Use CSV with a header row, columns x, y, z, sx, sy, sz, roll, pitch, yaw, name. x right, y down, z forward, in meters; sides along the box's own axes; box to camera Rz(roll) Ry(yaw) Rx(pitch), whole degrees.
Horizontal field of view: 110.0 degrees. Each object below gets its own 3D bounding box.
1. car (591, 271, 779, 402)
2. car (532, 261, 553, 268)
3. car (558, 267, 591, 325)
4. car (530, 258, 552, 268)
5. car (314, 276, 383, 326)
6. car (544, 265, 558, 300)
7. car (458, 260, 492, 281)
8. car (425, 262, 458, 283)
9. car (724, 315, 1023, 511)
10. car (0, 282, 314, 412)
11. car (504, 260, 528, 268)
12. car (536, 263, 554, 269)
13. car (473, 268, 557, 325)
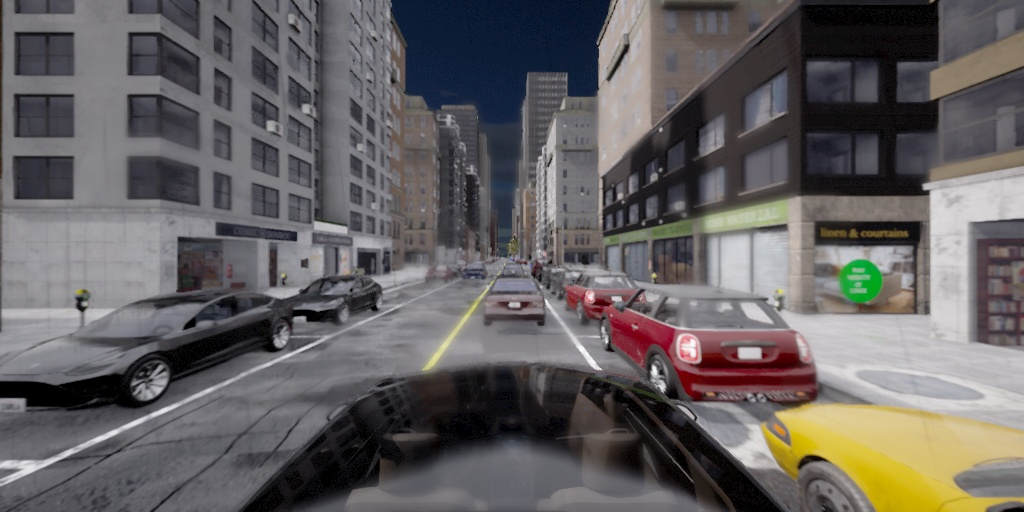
x,y,z,sx,sy,sz,roll,pitch,yaw,name
2.858,1.194,6.249,1.967,1.591,4.097,0,0,0,car
2.863,1.341,28.343,1.948,1.339,4.313,0,0,0,car
2.859,1.199,11.772,1.967,1.591,4.097,0,0,0,car
2.864,1.095,33.867,2.192,1.841,5.009,0,0,0,car
-5.666,1.325,11.761,1.948,1.339,4.313,0,0,0,car
2.861,1.315,17.296,2.007,1.370,4.403,0,0,0,car
-3.091,1.325,30.985,2.033,1.411,5.357,0,0,0,car
-5.663,1.357,28.337,1.802,1.307,4.207,0,0,0,car
2.857,1.274,0.895,1.751,1.417,4.829,0,0,0,car
-5.668,1.320,6.236,1.948,1.339,4.313,0,0,0,car
0.100,1.325,30.651,2.033,1.411,5.357,0,0,0,car
2.862,1.320,22.819,2.007,1.370,4.403,0,0,0,car
0.085,1.307,11.764,2.033,1.411,5.357,0,0,0,car
